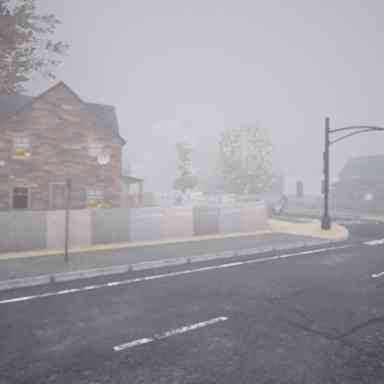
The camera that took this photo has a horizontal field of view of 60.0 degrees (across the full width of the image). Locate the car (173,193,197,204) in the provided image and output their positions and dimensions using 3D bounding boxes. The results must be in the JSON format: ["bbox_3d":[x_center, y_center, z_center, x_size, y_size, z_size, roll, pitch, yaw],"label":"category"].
[{"bbox_3d":[-0.828,0.945,49.811,2.033,1.411,5.357,1,0,-20],"label":"car"}]

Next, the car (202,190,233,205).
[{"bbox_3d":[2.912,0.785,39.803,2.150,2.045,5.566,1,0,-21],"label":"car"}]

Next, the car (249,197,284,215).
[{"bbox_3d":[6.418,1.209,30.420,2.128,1.511,4.902,1,0,-21],"label":"car"}]

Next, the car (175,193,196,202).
[{"bbox_3d":[-1.194,0.874,59.161,2.033,1.411,5.357,1,0,-21],"label":"car"}]

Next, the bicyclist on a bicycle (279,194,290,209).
[{"bbox_3d":[10.207,1.079,37.035,1.656,1.620,0.582,1,0,-21],"label":"bicyclist on a bicycle"}]

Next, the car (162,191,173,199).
[{"bbox_3d":[-4.991,0.659,69.039,1.837,1.490,4.892,1,0,-21],"label":"car"}]
